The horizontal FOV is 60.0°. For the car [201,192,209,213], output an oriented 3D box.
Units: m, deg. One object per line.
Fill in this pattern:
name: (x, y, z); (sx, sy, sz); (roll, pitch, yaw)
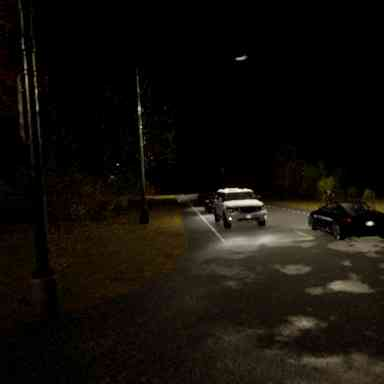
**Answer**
car: (2.164, 0.975, 29.295); (1.837, 1.490, 4.892); (-3, 1, -3)

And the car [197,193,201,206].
car: (1.660, 0.802, 39.671); (1.882, 1.535, 5.008); (-3, 1, -3)

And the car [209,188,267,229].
car: (2.619, 0.833, 19.369); (2.150, 2.045, 5.566); (-3, 1, -4)

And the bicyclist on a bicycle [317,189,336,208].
bicyclist on a bicycle: (10.003, 0.563, 24.468); (1.656, 1.620, 0.582); (-2, 1, -3)

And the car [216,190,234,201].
car: (4.785, 0.490, 48.858); (1.837, 1.490, 4.892); (-3, 1, -3)

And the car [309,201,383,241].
car: (6.339, 1.052, 13.768); (1.994, 1.385, 4.181); (-3, 1, 1)
